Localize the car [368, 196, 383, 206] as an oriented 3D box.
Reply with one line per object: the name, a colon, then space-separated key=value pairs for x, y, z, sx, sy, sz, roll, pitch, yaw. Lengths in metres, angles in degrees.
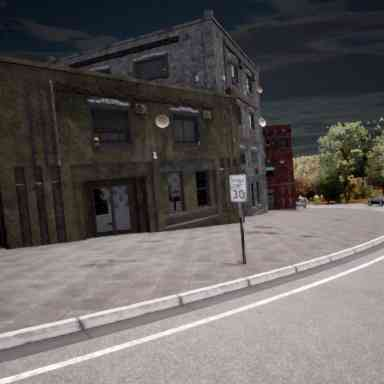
car: x=28.978 y=1.393 z=51.147 sx=2.128 sy=1.511 sz=4.902 roll=-5 pitch=-2 yaw=-1

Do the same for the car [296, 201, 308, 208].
car: x=23.770 y=2.698 z=73.249 sx=1.994 sy=1.385 sz=4.181 roll=-5 pitch=-2 yaw=-8
